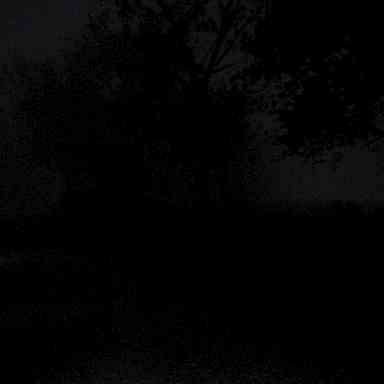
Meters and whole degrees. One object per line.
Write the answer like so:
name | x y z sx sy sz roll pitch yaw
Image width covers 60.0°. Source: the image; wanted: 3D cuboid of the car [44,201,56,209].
car | -26.682 2.426 63.132 2.033 1.411 5.357 -2 1 -11
